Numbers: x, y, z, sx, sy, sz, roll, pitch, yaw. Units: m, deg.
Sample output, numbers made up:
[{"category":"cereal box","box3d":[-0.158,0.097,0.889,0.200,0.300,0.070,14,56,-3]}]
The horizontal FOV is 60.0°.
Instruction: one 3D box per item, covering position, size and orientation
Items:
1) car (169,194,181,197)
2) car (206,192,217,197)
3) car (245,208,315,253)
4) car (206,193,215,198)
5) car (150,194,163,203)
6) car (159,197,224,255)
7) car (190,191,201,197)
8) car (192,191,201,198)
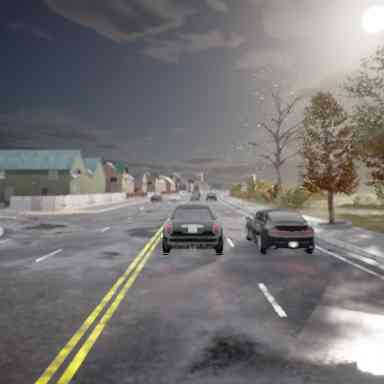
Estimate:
[{"category":"car","box3d":[-2.943,1.064,58.636,1.812,1.442,4.674,0,1,2]},{"category":"car","box3d":[3.935,0.810,67.423,2.097,1.767,4.553,0,0,3]},{"category":"car","box3d":[3.294,1.407,13.140,1.837,1.490,4.892,0,1,1]},{"category":"car","box3d":[4.398,0.801,79.203,1.895,1.301,4.718,0,0,3]},{"category":"car","box3d":[-6.196,1.089,58.567,2.033,1.411,5.357,0,0,2]},{"category":"car","box3d":[0.044,1.253,13.064,2.097,1.767,4.553,0,0,1]},{"category":"car","box3d":[0.582,1.026,65.421,2.033,1.411,5.357,0,1,3]},{"category":"car","box3d":[1.148,0.564,79.300,2.097,1.767,4.553,0,0,3]}]
